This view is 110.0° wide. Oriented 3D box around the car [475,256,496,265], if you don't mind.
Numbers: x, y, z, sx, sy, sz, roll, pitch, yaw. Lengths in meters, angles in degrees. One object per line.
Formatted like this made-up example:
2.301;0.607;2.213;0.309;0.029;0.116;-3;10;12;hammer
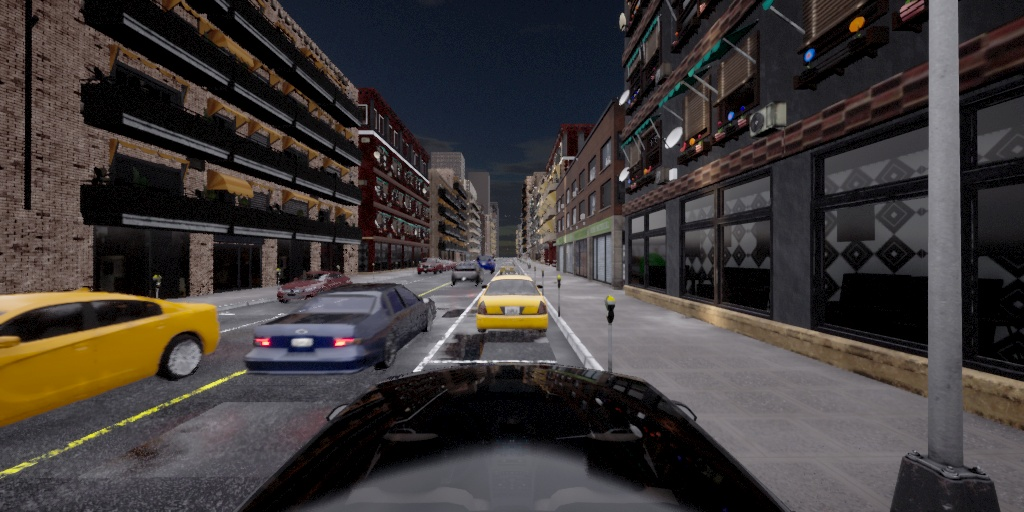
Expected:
-3.145;0.970;42.486;2.150;2.045;5.566;0;0;0;car

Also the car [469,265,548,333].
0.005;1.207;10.689;1.801;1.575;5.366;0;0;0;car

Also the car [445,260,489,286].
-3.045;1.242;25.193;2.128;1.511;4.902;0;0;0;car

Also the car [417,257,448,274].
-8.837;1.064;39.007;2.192;1.841;5.009;0;0;0;car

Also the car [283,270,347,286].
-8.837;1.333;16.462;1.802;1.307;4.207;0;0;0;car

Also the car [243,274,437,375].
-3.044;1.298;7.705;2.033;1.411;5.357;0;0;0;car

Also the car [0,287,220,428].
-6.246;1.228;4.397;1.882;1.535;5.008;0;0;0;car

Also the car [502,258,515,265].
-0.456;1.275;39.173;1.751;1.417;4.829;0;0;0;car
